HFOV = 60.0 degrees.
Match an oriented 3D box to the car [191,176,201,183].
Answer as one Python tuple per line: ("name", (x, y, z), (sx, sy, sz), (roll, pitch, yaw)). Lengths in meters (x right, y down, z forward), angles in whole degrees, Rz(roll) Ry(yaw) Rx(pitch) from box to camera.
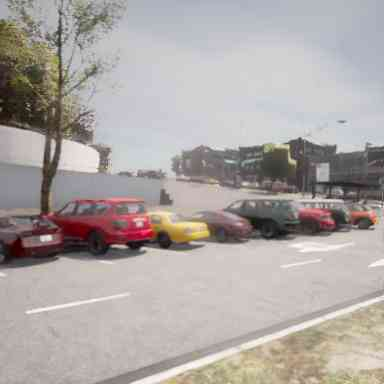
("car", (3.145, -3.137, 84.461), (2.435, 2.045, 5.566), (7, 3, 34))

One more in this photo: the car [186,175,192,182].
("car", (1.352, -3.290, 86.928), (2.185, 1.767, 4.553), (6, 2, 34))

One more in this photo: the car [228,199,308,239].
("car", (3.249, 1.409, 18.838), (5.566, 2.045, 2.435), (-1, -1, 35))

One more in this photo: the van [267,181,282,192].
("van", (16.960, -0.931, 64.693), (1.878, 1.987, 4.442), (8, 3, 35))

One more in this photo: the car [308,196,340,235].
("car", (5.763, 1.446, 20.543), (5.566, 2.045, 2.435), (-1, -2, 35))

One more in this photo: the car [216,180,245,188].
("car", (7.235, -1.423, 63.113), (1.812, 1.442, 4.674), (3, 4, -35))

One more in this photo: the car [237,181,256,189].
("car", (11.830, -1.482, 72.219), (2.002, 1.452, 4.674), (8, 3, 35))

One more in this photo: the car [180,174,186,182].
("car", (-0.376, -3.524, 89.399), (2.185, 1.767, 4.553), (4, 0, 33))

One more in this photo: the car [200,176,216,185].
("car", (4.992, -2.613, 82.198), (1.946, 1.575, 5.366), (7, 3, 34))

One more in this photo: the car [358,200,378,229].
("car", (10.708, 1.649, 23.962), (4.553, 1.767, 2.185), (-1, -1, 35))

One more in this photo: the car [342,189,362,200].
("car", (25.607, 0.696, 52.463), (2.002, 1.452, 4.674), (7, 3, 35))

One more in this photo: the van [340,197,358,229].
("van", (8.301, 1.509, 22.212), (4.442, 1.987, 1.878), (-1, -2, 35))

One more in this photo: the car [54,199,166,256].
("car", (-4.103, 1.295, 13.625), (5.566, 2.045, 2.435), (-1, -1, 35))

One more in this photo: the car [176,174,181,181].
("car", (-2.145, -3.802, 91.748), (2.435, 2.045, 5.566), (1, -2, 34))

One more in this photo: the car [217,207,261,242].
("car", (0.820, 1.662, 17.078), (4.674, 1.452, 2.002), (-1, -1, 35))

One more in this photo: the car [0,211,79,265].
("car", (-6.550, 1.538, 11.878), (4.792, 1.488, 2.163), (-1, -1, 35))

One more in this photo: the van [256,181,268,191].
("van", (15.233, -1.204, 67.166), (1.878, 1.987, 4.442), (8, 3, 35))

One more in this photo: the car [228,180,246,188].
("car", (10.090, -1.756, 74.683), (2.002, 1.452, 4.674), (7, 3, 35))

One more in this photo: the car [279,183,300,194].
("car", (18.715, -0.432, 62.328), (2.231, 1.521, 4.892), (7, 3, 35))

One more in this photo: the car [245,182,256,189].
("car", (13.659, -1.249, 69.897), (1.946, 1.575, 5.366), (7, 3, 35))

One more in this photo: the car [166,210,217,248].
("car", (-1.786, 1.582, 15.451), (5.366, 1.575, 1.946), (-1, -1, 35))

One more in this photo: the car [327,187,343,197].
("car", (23.921, 0.134, 54.939), (2.435, 2.045, 5.566), (7, 3, 35))
